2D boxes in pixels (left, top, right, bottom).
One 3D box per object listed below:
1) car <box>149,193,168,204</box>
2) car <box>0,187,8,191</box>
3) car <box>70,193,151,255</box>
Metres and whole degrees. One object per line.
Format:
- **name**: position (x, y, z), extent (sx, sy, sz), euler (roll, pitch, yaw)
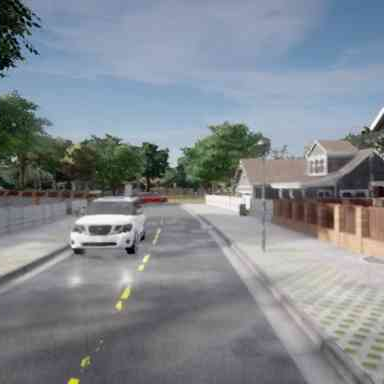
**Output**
- **car**: position (-6.908, 1.131, 58.021), extent (5.566, 2.045, 2.150), euler (0, 1, -9)
- **car**: position (-31.386, 0.154, 54.090), extent (5.566, 2.045, 2.150), euler (5, 0, -9)
- **car**: position (-3.144, 1.215, 13.637), extent (2.150, 2.045, 5.566), euler (0, 0, -2)
